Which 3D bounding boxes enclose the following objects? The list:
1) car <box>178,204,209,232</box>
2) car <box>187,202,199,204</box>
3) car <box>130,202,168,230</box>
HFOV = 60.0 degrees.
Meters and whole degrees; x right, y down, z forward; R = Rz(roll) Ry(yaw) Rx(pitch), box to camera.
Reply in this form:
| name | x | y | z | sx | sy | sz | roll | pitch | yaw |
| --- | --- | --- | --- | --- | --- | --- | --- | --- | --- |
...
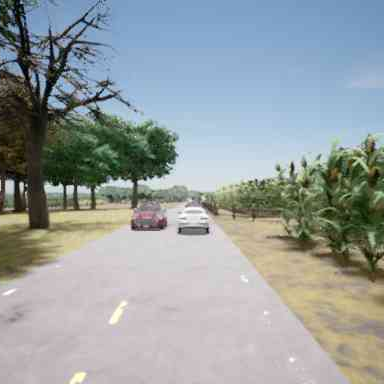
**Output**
| name | x | y | z | sx | sy | sz | roll | pitch | yaw |
| --- | --- | --- | --- | --- | --- | --- | --- | --- | --- |
| car | 0.094 | 1.669 | 20.921 | 1.812 | 1.442 | 4.674 | 0 | -1 | 0 |
| car | 0.088 | 1.898 | 38.953 | 1.837 | 1.490 | 4.892 | 0 | -1 | 0 |
| car | -2.755 | 1.513 | 22.211 | 2.097 | 1.767 | 4.553 | 0 | -1 | 0 |
